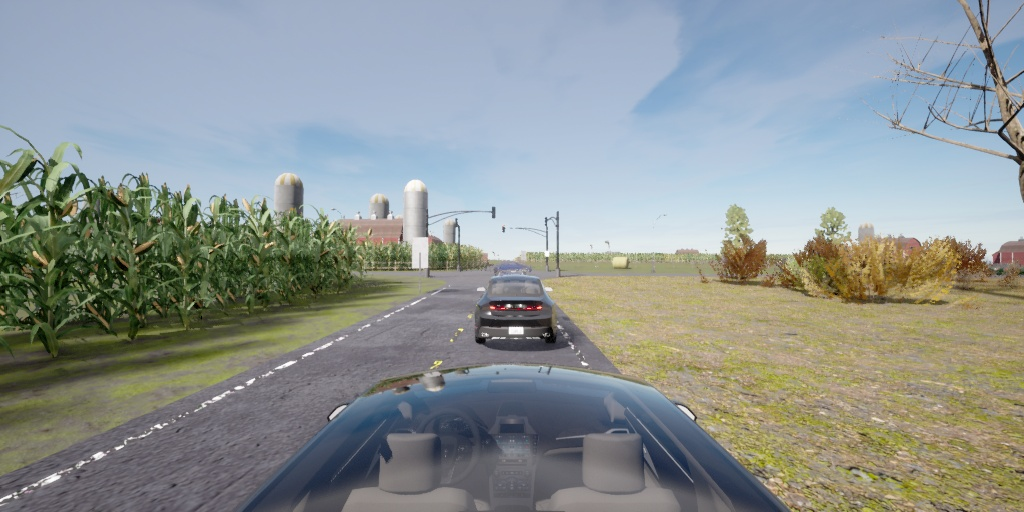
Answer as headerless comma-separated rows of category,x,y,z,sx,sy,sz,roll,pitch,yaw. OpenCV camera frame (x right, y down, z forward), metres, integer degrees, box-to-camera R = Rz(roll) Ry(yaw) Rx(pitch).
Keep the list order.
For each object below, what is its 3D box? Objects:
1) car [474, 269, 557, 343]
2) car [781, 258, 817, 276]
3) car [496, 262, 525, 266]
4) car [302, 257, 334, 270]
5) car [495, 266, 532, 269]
car,0.078,1.259,9.649,1.837,1.490,4.892,0,0,0
car,34.035,1.281,41.282,5.566,2.045,2.150,0,-1,-4
car,0.135,1.297,38.846,4.181,1.385,1.994,0,0,-4
car,-21.151,0.920,37.556,4.553,1.767,2.097,0,-1,-3
car,0.030,1.360,18.801,1.895,1.301,4.718,0,0,4
